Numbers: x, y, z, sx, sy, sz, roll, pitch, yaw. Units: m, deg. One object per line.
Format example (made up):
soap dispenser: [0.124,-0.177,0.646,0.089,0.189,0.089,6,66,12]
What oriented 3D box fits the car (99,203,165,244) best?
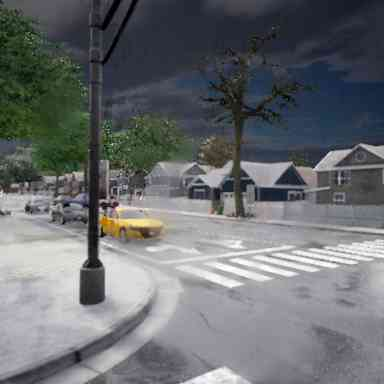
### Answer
car: [-3.126,1.505,16.176,1.882,1.535,5.008,1,-1,-35]

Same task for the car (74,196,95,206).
car: [-17.509,1.472,53.971,1.837,1.490,4.892,1,0,-35]

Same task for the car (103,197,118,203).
car: [-11.879,1.420,46.000,2.097,1.767,4.553,1,0,-36]

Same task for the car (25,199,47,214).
car: [-16.264,1.469,35.015,2.128,1.511,4.902,1,0,-35]

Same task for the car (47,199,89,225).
car: [-9.095,1.555,24.724,1.837,1.490,4.892,1,0,-35]

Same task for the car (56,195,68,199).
car: [-20.153,1.269,52.086,2.097,1.767,4.553,1,0,-35]

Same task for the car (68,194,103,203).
car: [-13.990,1.248,43.347,2.150,2.045,5.566,1,0,-35]
